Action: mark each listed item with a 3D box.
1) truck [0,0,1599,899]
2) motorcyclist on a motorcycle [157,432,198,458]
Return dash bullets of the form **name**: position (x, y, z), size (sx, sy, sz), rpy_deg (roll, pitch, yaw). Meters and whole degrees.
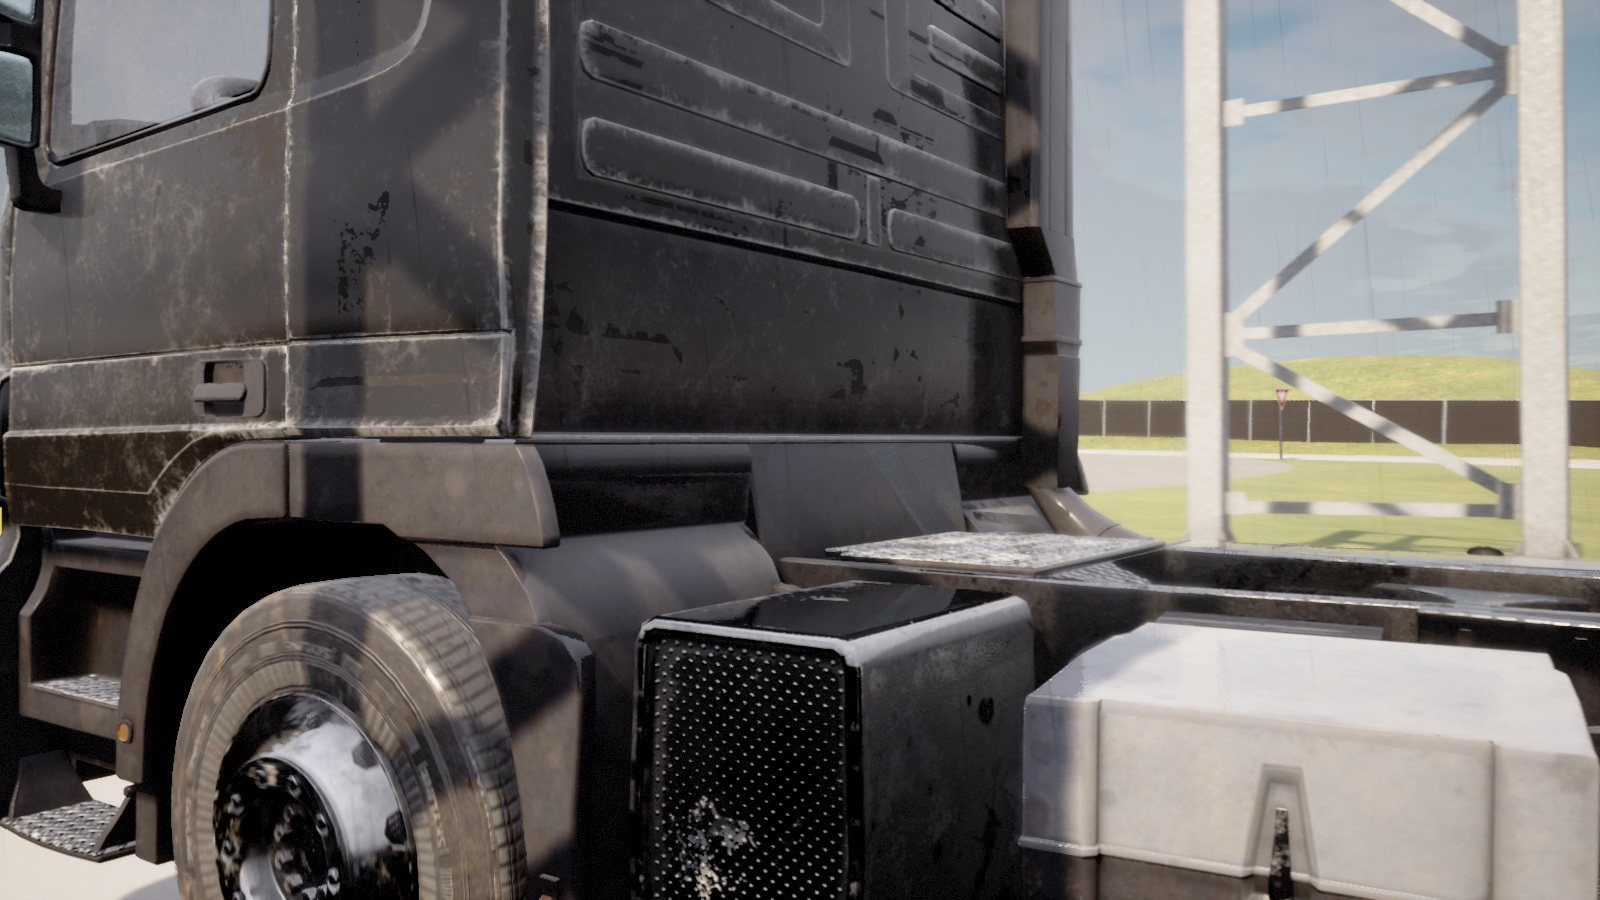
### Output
- **truck**: position (1.606, -0.299, 2.537), size (7.936, 3.462, 2.891), rpy_deg (0, 1, 34)
- **motorcyclist on a motorcycle**: position (-38.029, -0.305, 76.681), size (2.191, 1.530, 0.866), rpy_deg (-2, 0, -27)
